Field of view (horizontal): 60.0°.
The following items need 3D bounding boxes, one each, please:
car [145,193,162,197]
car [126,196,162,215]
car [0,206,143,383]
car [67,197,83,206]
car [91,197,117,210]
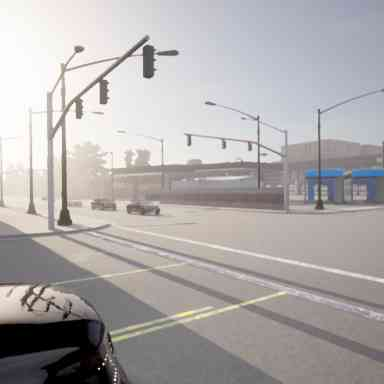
[{"bbox_3d":[-8.827,0.975,77.948,4.611,1.667,2.242,-1,0,-35],"label":"car"},{"bbox_3d":[-4.923,1.468,32.818,1.812,1.442,4.674,-1,1,-37],"label":"car"},{"bbox_3d":[-3.064,1.220,1.583,5.566,2.045,2.150,0,0,-35],"label":"car"},{"bbox_3d":[-18.066,1.483,50.439,1.812,1.442,4.674,-1,0,-36],"label":"car"},{"bbox_3d":[-10.913,1.454,40.844,1.837,1.490,4.892,-1,0,-37],"label":"car"}]
